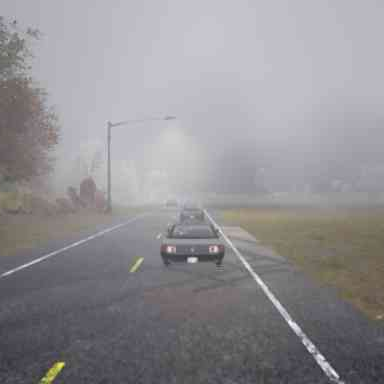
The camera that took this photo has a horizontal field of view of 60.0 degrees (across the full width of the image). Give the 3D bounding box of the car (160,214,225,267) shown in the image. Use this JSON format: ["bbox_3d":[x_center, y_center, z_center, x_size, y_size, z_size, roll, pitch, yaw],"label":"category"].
[{"bbox_3d":[0.035,1.685,11.767,1.895,1.301,4.718,0,0,0],"label":"car"}]

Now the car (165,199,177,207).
[{"bbox_3d":[-3.568,1.983,58.725,1.994,1.385,4.181,0,0,1],"label":"car"}]

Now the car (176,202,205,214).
[{"bbox_3d":[0.035,1.688,27.375,2.128,1.511,4.902,0,0,0],"label":"car"}]
